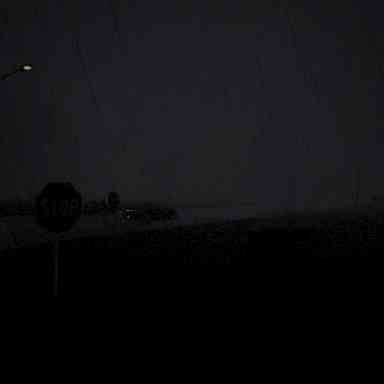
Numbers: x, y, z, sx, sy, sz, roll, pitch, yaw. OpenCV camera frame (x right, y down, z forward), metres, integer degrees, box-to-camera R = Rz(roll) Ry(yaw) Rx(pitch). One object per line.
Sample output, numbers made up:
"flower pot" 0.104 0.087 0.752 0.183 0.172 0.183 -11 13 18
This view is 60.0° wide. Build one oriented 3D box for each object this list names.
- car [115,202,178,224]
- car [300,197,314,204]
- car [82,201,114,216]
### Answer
"car" -3.049 1.550 25.394 2.128 1.511 4.902 2 0 36
"car" 27.714 1.965 80.116 2.097 1.767 4.553 2 0 36
"car" -9.012 1.496 29.097 1.895 1.301 4.718 2 1 36
